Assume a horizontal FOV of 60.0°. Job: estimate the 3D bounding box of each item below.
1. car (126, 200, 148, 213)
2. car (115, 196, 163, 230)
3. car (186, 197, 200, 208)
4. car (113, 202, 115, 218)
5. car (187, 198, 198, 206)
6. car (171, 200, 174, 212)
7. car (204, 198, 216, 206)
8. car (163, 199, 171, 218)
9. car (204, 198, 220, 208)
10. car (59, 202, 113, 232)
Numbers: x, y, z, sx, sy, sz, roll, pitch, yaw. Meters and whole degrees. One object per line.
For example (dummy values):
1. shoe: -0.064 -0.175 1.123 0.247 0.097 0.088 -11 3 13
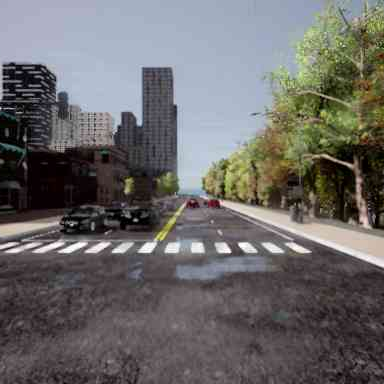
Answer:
1. car: -6.600 1.742 40.087 1.994 1.385 4.181 0 0 -1
2. car: -3.364 1.322 22.309 2.150 2.045 5.566 0 0 -1
3. car: 0.098 1.585 52.522 2.097 1.767 4.553 0 0 0
4. car: -6.597 1.612 30.088 1.882 1.535 5.008 0 0 0
5. car: 0.002 1.839 62.318 1.994 1.385 4.181 0 0 0
6. car: -3.338 1.681 42.648 2.128 1.511 4.902 0 0 0
7. car: 3.251 1.838 61.997 1.994 1.385 4.181 0 0 0
8. car: -3.349 1.649 32.338 1.837 1.490 4.892 0 0 0
9. car: 3.349 1.708 51.854 1.882 1.535 5.008 0 0 0
10. car: -6.603 1.598 20.712 1.837 1.490 4.892 0 0 0
